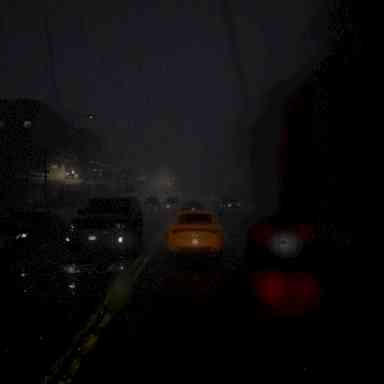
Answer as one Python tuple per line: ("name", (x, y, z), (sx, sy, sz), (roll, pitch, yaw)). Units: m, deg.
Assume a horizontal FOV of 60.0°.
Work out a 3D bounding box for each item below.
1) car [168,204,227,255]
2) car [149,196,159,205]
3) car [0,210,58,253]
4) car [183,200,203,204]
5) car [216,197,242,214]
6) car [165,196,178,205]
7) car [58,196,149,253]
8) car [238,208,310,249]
("car", (0.107, 1.445, 13.209), (1.882, 1.535, 5.008), (0, 0, 0))
("car", (-6.524, 1.390, 55.042), (1.812, 1.442, 4.674), (0, 0, 1))
("car", (-6.593, 1.492, 13.641), (1.812, 1.442, 4.674), (0, 0, 0))
("car", (0.118, 1.485, 32.016), (1.994, 1.385, 4.181), (0, 0, 0))
("car", (3.366, 1.276, 31.136), (2.097, 1.767, 4.553), (0, 0, 0))
("car", (-3.275, 1.357, 55.034), (2.128, 1.511, 4.902), (0, 0, 1))
("car", (-3.344, 1.187, 13.932), (2.150, 2.045, 5.566), (0, 0, 0))
("car", (3.358, 1.566, 14.320), (1.895, 1.301, 4.718), (0, 0, 0))
